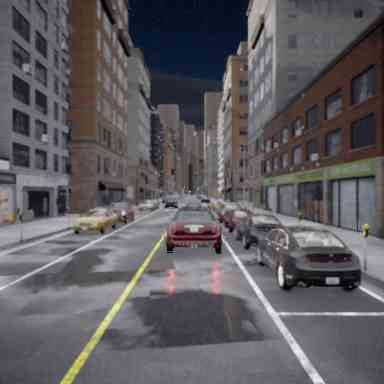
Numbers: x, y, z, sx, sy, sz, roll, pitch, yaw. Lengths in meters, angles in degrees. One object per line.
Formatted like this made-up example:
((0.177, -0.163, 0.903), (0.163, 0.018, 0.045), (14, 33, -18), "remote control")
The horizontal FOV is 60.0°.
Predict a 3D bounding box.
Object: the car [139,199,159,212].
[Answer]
((-5.584, 1.672, 41.975), (1.752, 1.417, 4.829), (0, 0, 0), "car")

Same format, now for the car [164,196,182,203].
((-2.942, 1.719, 48.631), (2.033, 1.411, 5.357), (0, 0, 1), "car")

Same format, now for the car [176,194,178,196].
((-5.482, 1.783, 90.948), (1.967, 1.590, 4.097), (0, 0, 0), "car")

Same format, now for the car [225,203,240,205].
((2.907, 1.527, 25.550), (1.967, 1.590, 4.097), (0, 0, 0), "car")

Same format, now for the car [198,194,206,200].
((3.009, 1.818, 74.425), (1.887, 1.381, 4.507), (0, 0, 0), "car")

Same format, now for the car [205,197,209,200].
((2.942, 1.672, 42.296), (1.752, 1.417, 4.829), (0, 0, 0), "car")

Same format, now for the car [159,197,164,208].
((-5.572, 1.719, 47.670), (2.008, 1.369, 4.403), (0, 0, 0), "car")

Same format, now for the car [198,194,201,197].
((3.021, 1.862, 79.927), (1.947, 1.339, 4.313), (0, 0, 0), "car")

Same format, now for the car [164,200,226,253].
((0.096, 1.400, 14.159), (2.097, 1.767, 4.553), (0, 0, 1), "car")

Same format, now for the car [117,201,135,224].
((-5.619, 1.529, 25.568), (1.967, 1.590, 4.097), (0, 0, 0), "car")

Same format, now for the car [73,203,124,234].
((-5.630, 1.595, 19.872), (1.752, 1.417, 4.829), (0, 0, 0), "car")

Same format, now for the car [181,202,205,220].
((0.132, 1.666, 29.744), (1.994, 1.385, 4.181), (0, 0, 0), "car")

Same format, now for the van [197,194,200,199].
((3.043, 1.682, 90.930), (1.690, 1.788, 3.998), (0, 0, 0), "van")

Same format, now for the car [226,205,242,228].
((2.896, 1.650, 20.023), (1.802, 1.307, 4.206), (0, 0, 0), "car")

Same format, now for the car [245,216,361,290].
((2.872, 1.582, 8.972), (2.008, 1.369, 4.403), (0, 0, 0), "car")

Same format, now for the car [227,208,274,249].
((2.884, 1.601, 14.498), (2.008, 1.369, 4.403), (0, 0, 0), "car")
